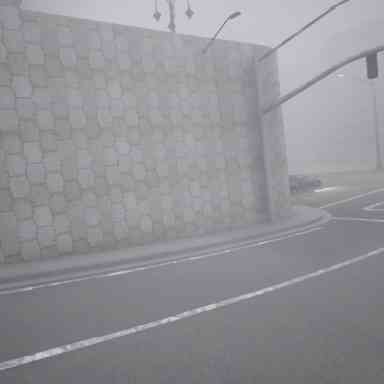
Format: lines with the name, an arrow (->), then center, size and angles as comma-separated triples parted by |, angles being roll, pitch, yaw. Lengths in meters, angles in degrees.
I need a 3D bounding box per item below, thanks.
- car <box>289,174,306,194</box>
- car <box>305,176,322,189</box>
car -> 6.819, -0.602, 28.352 | 2.097, 1.767, 4.553 | -10, 6, -35
car -> 9.640, -0.906, 30.414 | 1.994, 1.385, 4.181 | -10, 6, -34
